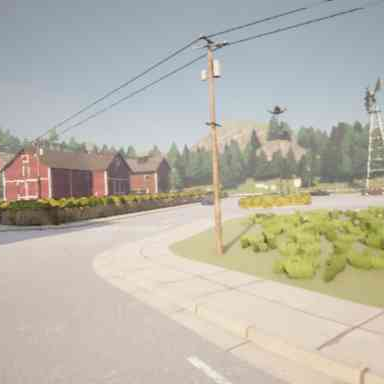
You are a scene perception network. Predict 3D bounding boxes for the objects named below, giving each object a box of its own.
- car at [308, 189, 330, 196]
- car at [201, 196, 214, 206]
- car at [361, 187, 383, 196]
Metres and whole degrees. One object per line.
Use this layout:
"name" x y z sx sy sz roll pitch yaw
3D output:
"car" 25.675 0.184 68.793 2.033 1.411 5.357 -3 0 -37
"car" 2.952 1.371 52.478 2.033 1.411 5.357 -3 0 18
"car" 31.856 -0.144 58.408 3.905 1.438 1.784 -3 0 18
